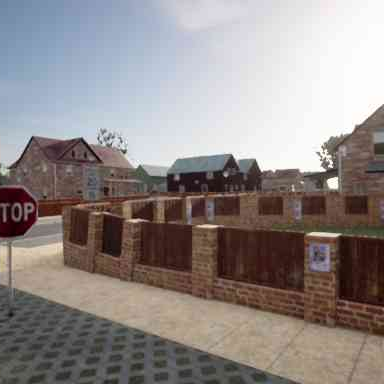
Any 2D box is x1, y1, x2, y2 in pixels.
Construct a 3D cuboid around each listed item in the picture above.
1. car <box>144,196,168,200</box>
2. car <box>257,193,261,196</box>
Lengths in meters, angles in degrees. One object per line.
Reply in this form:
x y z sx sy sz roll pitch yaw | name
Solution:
-3.157 1.101 27.923 1.882 1.535 5.008 -2 0 33 | car
9.924 0.827 46.934 1.895 1.301 4.718 -2 0 35 | car
